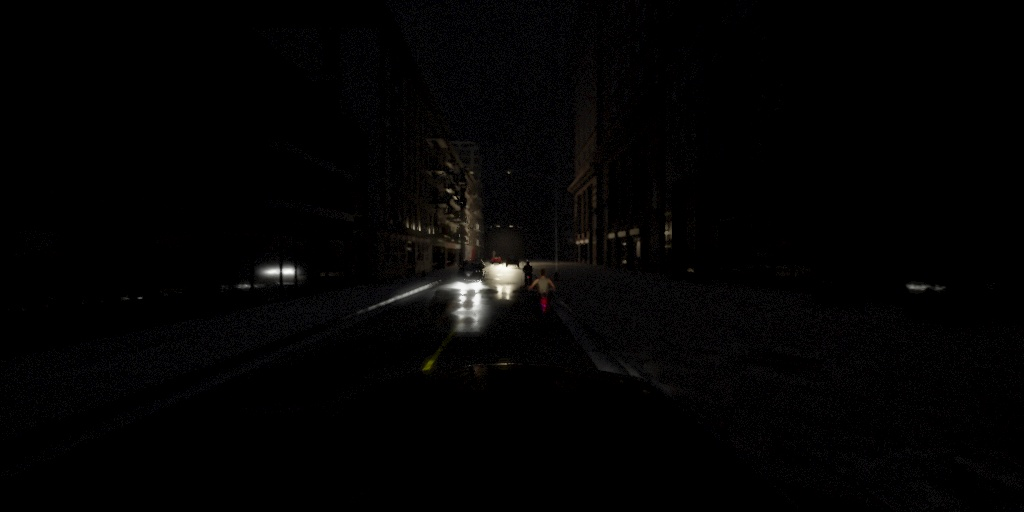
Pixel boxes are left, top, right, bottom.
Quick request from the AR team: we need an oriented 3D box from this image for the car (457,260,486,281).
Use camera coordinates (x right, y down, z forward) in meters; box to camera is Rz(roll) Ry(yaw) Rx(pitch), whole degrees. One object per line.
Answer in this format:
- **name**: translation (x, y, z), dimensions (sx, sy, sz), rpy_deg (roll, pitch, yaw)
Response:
- **car**: translation (-3.094, 1.080, 28.016), dimensions (2.128, 1.511, 4.902), rpy_deg (0, 0, 0)

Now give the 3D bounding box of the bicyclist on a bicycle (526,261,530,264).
- **bicyclist on a bicycle**: translation (0.828, 1.099, 18.546), dimensions (0.582, 1.620, 1.656), rpy_deg (0, 0, 0)

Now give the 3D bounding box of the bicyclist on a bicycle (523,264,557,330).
- **bicyclist on a bicycle**: translation (0.845, 1.136, 9.938), dimensions (0.866, 1.612, 1.509), rpy_deg (0, 0, 0)

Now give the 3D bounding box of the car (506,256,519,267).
- **car**: translation (0.093, 0.789, 57.515), dimensions (2.097, 1.767, 4.553), rpy_deg (0, 0, 0)
